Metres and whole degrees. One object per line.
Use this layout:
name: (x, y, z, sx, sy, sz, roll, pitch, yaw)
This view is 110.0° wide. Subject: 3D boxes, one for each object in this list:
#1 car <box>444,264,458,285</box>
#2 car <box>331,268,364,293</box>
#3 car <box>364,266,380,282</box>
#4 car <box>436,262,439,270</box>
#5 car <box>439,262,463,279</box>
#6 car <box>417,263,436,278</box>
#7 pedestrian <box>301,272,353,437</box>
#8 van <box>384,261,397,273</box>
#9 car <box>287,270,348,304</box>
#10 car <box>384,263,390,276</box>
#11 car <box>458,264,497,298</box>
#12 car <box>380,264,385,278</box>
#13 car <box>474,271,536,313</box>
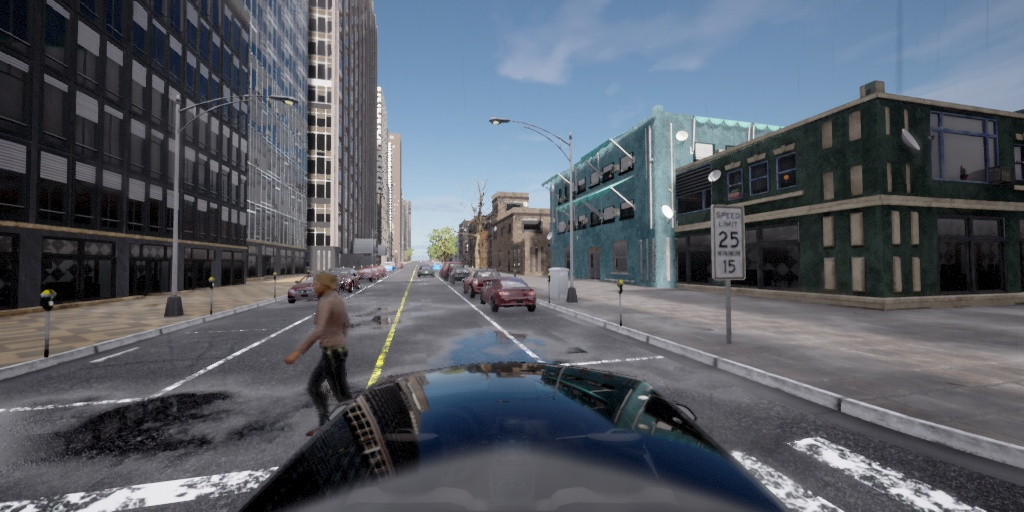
car: (-4.440, 1.689, 30.820, 2.007, 1.370, 4.403, 0, 0, -15)
car: (-11.150, 1.494, 23.339, 1.967, 1.591, 4.097, 0, 0, -15)
car: (-13.949, 1.787, 34.071, 1.802, 1.307, 4.207, 0, 0, -15)
car: (-7.239, 1.602, 41.555, 2.192, 1.841, 5.009, 0, 0, -15)
car: (-5.839, 1.528, 36.186, 2.192, 1.841, 5.009, 0, 0, -15)
car: (-10.509, 1.889, 43.855, 1.994, 1.385, 4.181, 0, -1, -15)
pedestrian: (-1.961, 1.054, 3.838, 0.375, 1.860, 0.375, 1, -2, -15)
van: (-20.946, 1.904, 60.907, 1.690, 1.789, 3.998, 0, 0, -15)
car: (-9.751, 1.559, 17.973, 1.802, 1.307, 4.207, 0, 0, -15)
car: (-16.748, 1.897, 44.807, 1.888, 1.381, 4.507, 0, 0, -15)
car: (-1.642, 1.425, 20.088, 1.967, 1.591, 4.097, 0, 0, -15)
car: (-15.348, 1.861, 39.440, 1.802, 1.307, 4.207, 0, 0, -15)
car: (-0.242, 1.489, 14.719, 1.802, 1.307, 4.207, 0, 0, -15)
